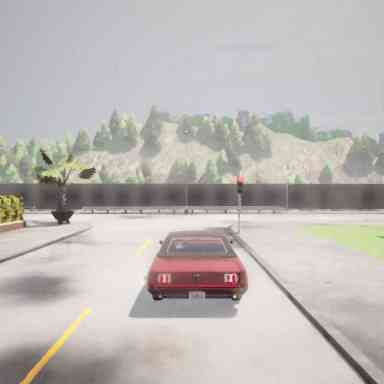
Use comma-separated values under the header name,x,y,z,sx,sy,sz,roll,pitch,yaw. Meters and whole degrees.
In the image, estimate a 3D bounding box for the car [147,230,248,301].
name,x,y,z,sx,sy,sz,roll,pitch,yaw
car,0.101,1.600,8.279,1.895,1.301,4.718,0,0,0
